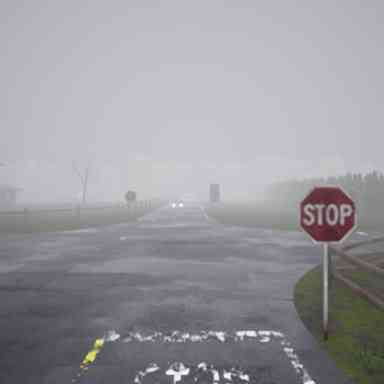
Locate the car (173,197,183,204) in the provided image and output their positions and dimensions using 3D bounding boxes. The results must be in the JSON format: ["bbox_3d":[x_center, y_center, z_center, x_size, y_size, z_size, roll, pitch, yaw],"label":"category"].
[{"bbox_3d":[-2.800,1.636,65.814,1.895,1.301,4.718,0,0,0],"label":"car"}]
